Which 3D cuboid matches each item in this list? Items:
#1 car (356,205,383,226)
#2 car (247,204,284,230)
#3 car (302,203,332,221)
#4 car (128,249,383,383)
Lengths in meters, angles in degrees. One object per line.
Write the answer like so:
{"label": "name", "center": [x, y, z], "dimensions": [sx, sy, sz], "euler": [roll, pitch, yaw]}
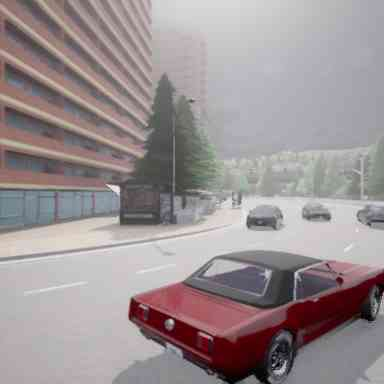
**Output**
{"label": "car", "center": [13.337, 1.636, 24.167], "dimensions": [2.033, 1.411, 5.357], "euler": [0, 0, 16]}
{"label": "car", "center": [5.070, 1.594, 22.614], "dimensions": [1.882, 1.535, 5.008], "euler": [0, 0, 22]}
{"label": "car", "center": [10.657, 1.676, 28.703], "dimensions": [2.033, 1.411, 5.357], "euler": [0, 0, 12]}
{"label": "car", "center": [1.460, 1.630, 5.466], "dimensions": [4.718, 1.301, 1.895], "euler": [0, 0, -41]}
